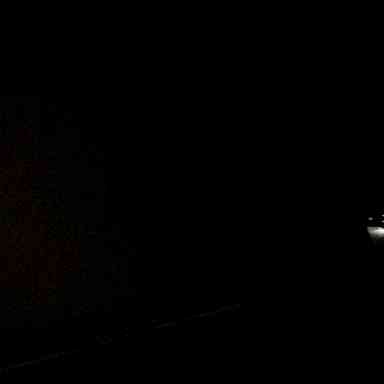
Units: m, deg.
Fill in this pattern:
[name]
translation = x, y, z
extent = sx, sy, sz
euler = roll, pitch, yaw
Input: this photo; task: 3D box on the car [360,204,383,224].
[car]
translation = 12.607, 1.457, 21.666
extent = 4.181, 1.385, 1.994
euler = 0, 0, -36
